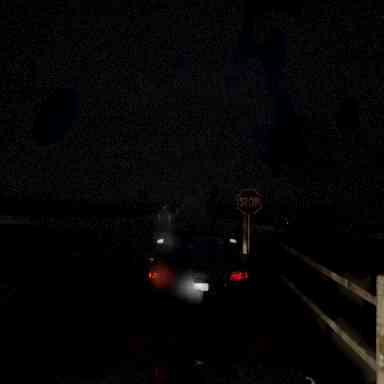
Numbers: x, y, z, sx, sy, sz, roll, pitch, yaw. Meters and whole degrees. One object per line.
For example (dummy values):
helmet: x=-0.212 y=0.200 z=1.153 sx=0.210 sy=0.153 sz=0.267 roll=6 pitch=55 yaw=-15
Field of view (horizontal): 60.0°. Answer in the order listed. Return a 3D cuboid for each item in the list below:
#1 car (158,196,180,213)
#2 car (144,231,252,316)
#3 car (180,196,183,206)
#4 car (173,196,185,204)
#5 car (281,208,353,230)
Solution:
car: x=-2.763 y=1.518 z=37.446 sx=2.128 sy=1.511 sz=4.902 roll=0 pitch=0 yaw=0
car: x=0.112 y=1.567 z=7.595 sx=1.994 sy=1.385 sz=4.181 roll=0 pitch=0 yaw=0
car: x=-2.734 y=1.600 z=47.441 sx=1.994 sy=1.385 sz=4.181 roll=0 pitch=0 yaw=0
car: x=-2.612 y=1.619 z=68.234 sx=2.033 sy=1.411 sz=5.357 roll=0 pitch=0 yaw=1
car: x=8.791 y=1.905 z=23.533 sx=4.892 sy=1.490 sz=1.837 roll=2 pitch=0 yaw=-4
